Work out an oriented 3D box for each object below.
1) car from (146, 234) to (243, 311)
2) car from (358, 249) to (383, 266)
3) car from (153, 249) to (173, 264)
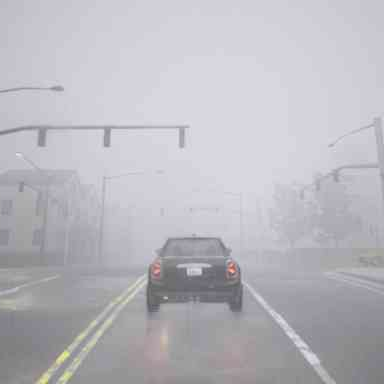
[{"bbox_3d":[0.057,1.945,9.079,2.097,1.767,4.553,-1,-7,0],"label":"car"},{"bbox_3d":[16.472,5.403,27.740,5.008,1.535,1.882,0,-11,1],"label":"car"},{"bbox_3d":[-3.640,8.249,42.497,2.097,1.767,4.553,0,-11,0],"label":"car"}]
